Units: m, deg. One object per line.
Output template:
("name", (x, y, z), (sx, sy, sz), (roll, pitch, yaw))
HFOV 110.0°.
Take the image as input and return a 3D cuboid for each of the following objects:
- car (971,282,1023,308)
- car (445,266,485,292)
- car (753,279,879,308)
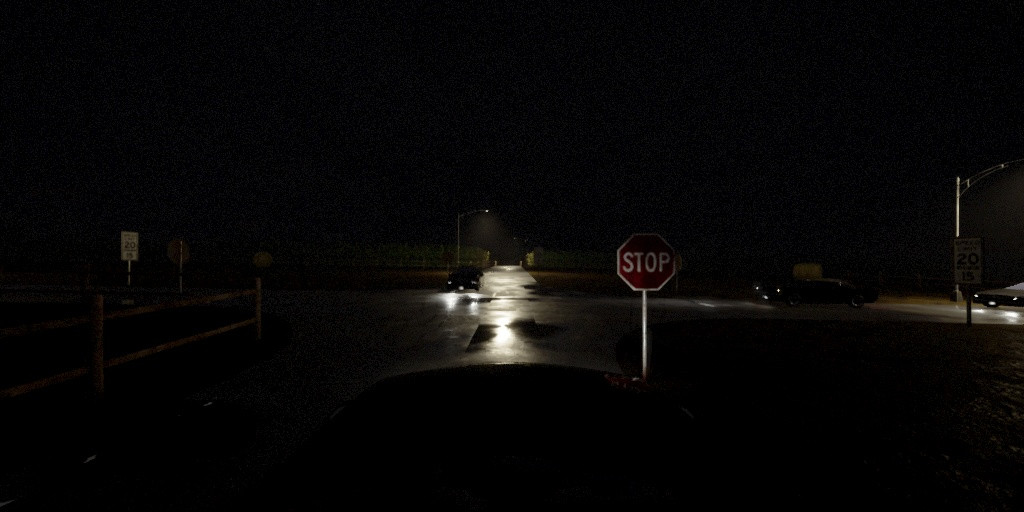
("car", (25.798, 1.950, 17.271), (5.357, 1.411, 2.033), (1, -1, 0))
("car", (-2.685, 1.322, 21.713), (2.033, 1.411, 5.357), (0, 0, 0))
("car", (14.459, 1.736, 17.288), (4.718, 1.301, 1.895), (1, -1, 0))
